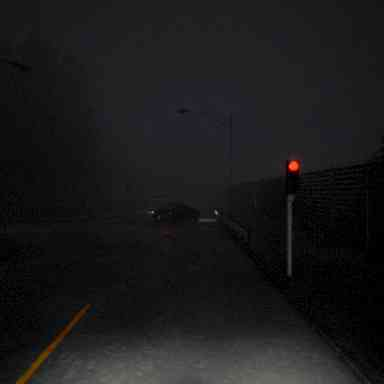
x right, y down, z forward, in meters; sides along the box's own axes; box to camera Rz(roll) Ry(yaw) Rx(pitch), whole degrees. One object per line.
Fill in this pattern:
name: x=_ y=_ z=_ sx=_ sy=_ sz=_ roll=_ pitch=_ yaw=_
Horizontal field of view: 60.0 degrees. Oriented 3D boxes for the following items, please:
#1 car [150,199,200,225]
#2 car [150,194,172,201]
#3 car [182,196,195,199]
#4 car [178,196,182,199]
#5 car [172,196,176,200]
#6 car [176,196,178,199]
car: x=-1.110 y=1.526 z=24.456 sx=1.812 sy=1.442 sz=4.674 roll=1 pitch=0 yaw=29
car: x=-4.231 y=1.221 z=43.935 sx=2.150 sy=2.045 sz=5.566 roll=0 pitch=0 yaw=0
car: x=-0.348 y=1.505 z=67.859 sx=1.837 sy=1.490 sz=4.892 roll=0 pitch=0 yaw=-5
car: x=-4.298 y=1.540 z=77.345 sx=5.357 sy=1.411 sz=2.033 roll=0 pitch=0 yaw=40
car: x=-4.249 y=1.352 z=53.786 sx=2.097 sy=1.767 sz=4.553 roll=0 pitch=0 yaw=0
car: x=-4.226 y=1.525 z=63.979 sx=1.812 sy=1.442 sz=4.674 roll=0 pitch=0 yaw=0
